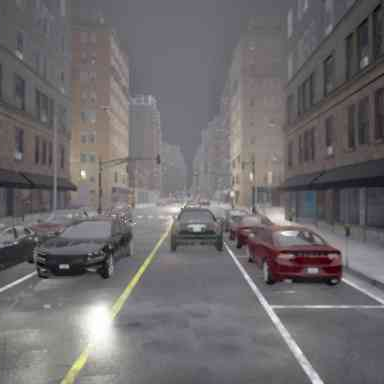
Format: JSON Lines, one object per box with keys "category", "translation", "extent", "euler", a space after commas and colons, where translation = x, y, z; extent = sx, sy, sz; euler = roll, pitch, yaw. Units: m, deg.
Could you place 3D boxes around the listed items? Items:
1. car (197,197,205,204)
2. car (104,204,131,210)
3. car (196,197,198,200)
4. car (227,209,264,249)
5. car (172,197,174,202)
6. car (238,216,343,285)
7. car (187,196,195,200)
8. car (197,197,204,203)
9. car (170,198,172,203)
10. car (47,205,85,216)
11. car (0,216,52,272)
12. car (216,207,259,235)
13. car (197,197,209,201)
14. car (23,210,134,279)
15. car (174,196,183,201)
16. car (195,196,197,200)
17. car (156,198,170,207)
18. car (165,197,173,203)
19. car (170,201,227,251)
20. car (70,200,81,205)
{"category": "car", "translation": [2.349, 2.227, 86.532], "extent": [1.967, 1.590, 4.097], "euler": [0, -1, -1]}
{"category": "car", "translation": [-5.844, 1.653, 26.069], "extent": [1.967, 1.590, 4.097], "euler": [0, 0, 0]}
{"category": "car", "translation": [2.503, 2.178, 70.010], "extent": [1.947, 1.339, 4.313], "euler": [0, -1, -1]}
{"category": "car", "translation": [2.679, 1.666, 15.087], "extent": [1.887, 1.381, 4.507], "euler": [0, 0, 0]}
{"category": "car", "translation": [-6.125, 2.308, 80.950], "extent": [1.802, 1.307, 4.206], "euler": [0, -1, -1]}
{"category": "car", "translation": [2.679, 1.621, 9.596], "extent": [1.887, 1.381, 4.507], "euler": [0, 0, 0]}
{"category": "car", "translation": [-0.373, 2.436, 91.998], "extent": [1.895, 1.301, 4.718], "euler": [0, -1, -1]}
{"category": "car", "translation": [2.298, 2.289, 92.037], "extent": [1.967, 1.590, 4.097], "euler": [0, -1, -1]}
{"category": "car", "translation": [-6.074, 2.212, 75.443], "extent": [1.887, 1.381, 4.507], "euler": [0, -1, -1]}
{"category": "car", "translation": [-5.846, 1.561, 15.082], "extent": [1.967, 1.590, 4.097], "euler": [0, 0, 0]}
{"category": "car", "translation": [-5.848, 1.627, 9.589], "extent": [2.008, 1.369, 4.403], "euler": [0, 0, 0]}
{"category": "car", "translation": [2.680, 1.717, 20.579], "extent": [2.008, 1.369, 4.403], "euler": [0, 0, 0]}
{"category": "car", "translation": [2.554, 2.102, 64.503], "extent": [1.887, 1.381, 4.507], "euler": [0, -1, -1]}
{"category": "car", "translation": [-3.095, 1.562, 10.575], "extent": [1.882, 1.535, 5.008], "euler": [0, 0, 0]}
{"category": "car", "translation": [-3.313, 2.315, 85.498], "extent": [2.033, 1.411, 5.357], "euler": [0, -1, -1]}
{"category": "car", "translation": [2.401, 2.042, 81.026], "extent": [2.192, 1.841, 5.009], "euler": [0, -1, -1]}
{"category": "car", "translation": [-5.971, 2.107, 64.428], "extent": [2.008, 1.369, 4.403], "euler": [0, -1, -1]}
{"category": "car", "translation": [-6.227, 2.288, 91.967], "extent": [1.967, 1.590, 4.097], "euler": [0, -1, -1]}
{"category": "car", "translation": [0.136, 1.472, 14.953], "extent": [2.097, 1.767, 4.553], "euler": [0, 0, -1]}
{"category": "car", "translation": [-17.736, 1.807, 45.503], "extent": [4.902, 1.511, 2.128], "euler": [0, -1, 0]}
